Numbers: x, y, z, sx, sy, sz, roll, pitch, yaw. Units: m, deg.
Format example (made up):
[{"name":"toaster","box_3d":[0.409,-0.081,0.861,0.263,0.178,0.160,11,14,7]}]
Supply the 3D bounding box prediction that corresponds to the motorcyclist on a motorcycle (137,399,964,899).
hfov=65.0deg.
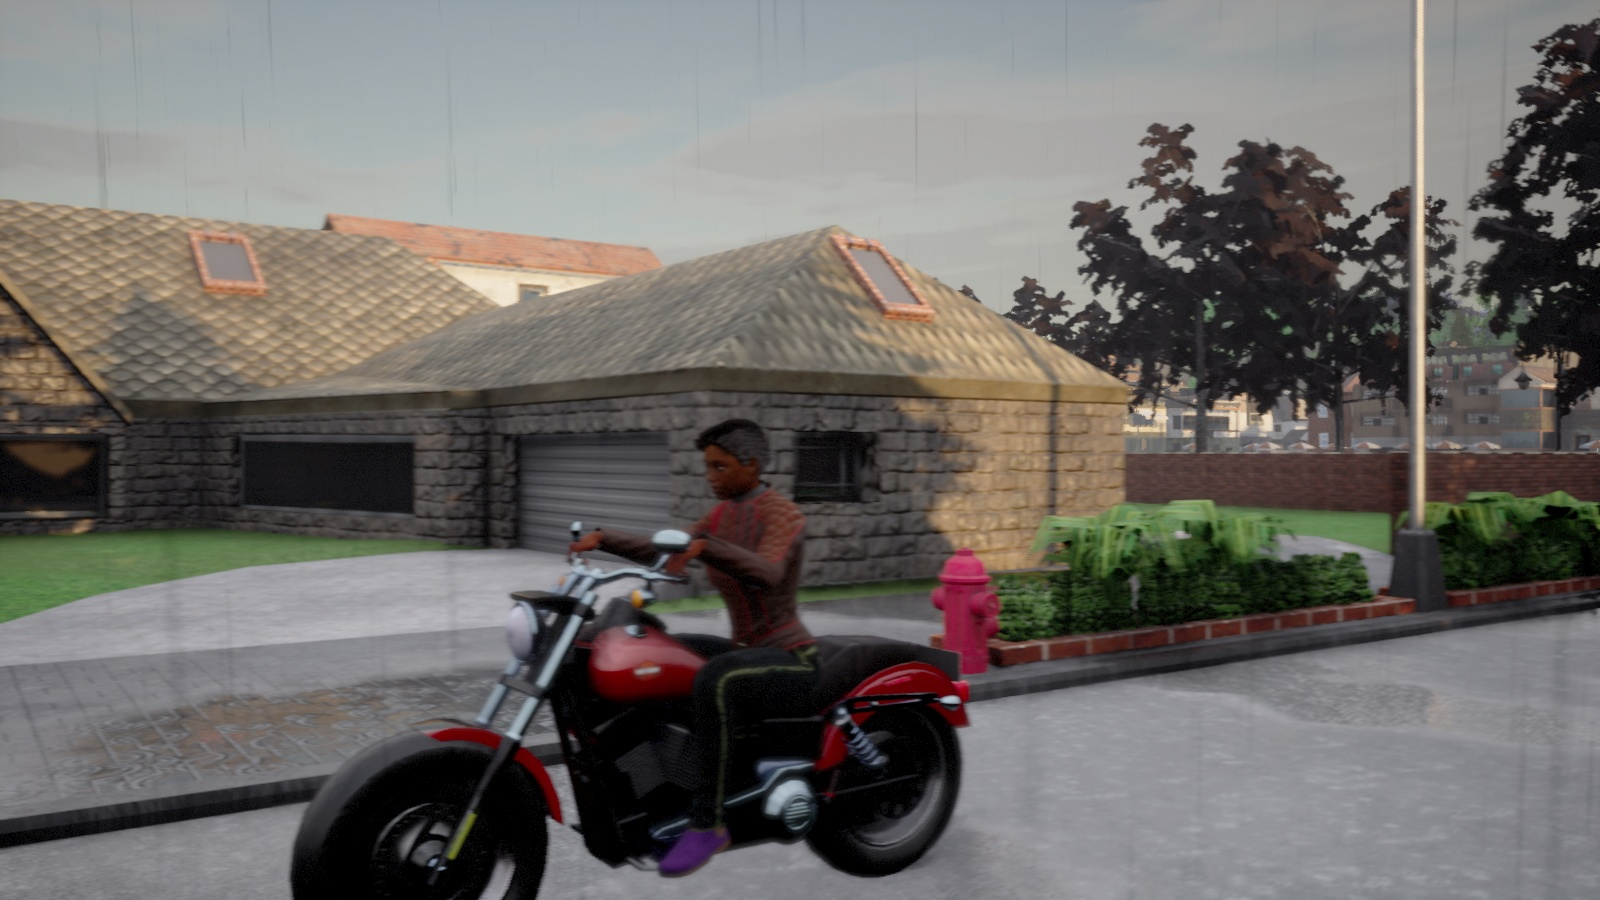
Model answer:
[{"name":"motorcyclist on a motorcycle","box_3d":[-0.643,0.706,3.821,2.350,1.649,0.766,0,0,-35]}]
